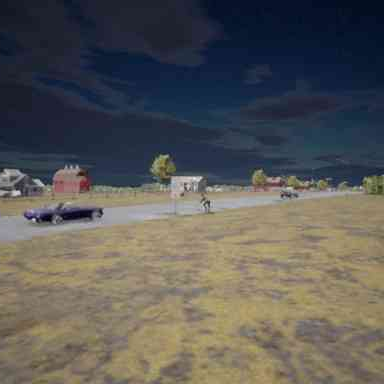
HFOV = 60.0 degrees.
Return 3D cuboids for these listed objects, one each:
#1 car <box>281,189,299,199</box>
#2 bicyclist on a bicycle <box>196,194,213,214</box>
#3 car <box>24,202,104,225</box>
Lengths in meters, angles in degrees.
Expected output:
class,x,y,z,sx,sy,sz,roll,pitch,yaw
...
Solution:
class,x,y,z,sx,sy,sz,roll,pitch,yaw
car,16.243,0.275,55.219,1.837,1.490,4.892,1,2,35
bicyclist on a bicycle,0.983,0.985,26.880,1.656,1.620,0.582,0,1,35
car,-7.956,1.285,21.268,1.895,1.301,4.718,1,2,35
